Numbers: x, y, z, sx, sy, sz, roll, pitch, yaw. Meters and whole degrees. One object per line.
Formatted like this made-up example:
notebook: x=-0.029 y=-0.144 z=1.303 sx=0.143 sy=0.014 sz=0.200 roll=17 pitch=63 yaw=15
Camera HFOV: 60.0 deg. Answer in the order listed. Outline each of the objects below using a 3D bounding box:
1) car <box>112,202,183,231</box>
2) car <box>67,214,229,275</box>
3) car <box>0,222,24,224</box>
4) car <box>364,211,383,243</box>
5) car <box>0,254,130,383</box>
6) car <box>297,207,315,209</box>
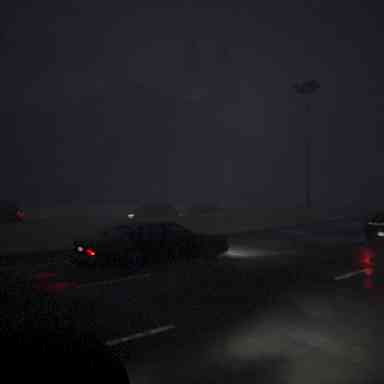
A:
car: x=-3.119 y=1.633 z=23.708 sx=4.553 sy=1.767 sz=2.097 roll=0 pitch=-1 yaw=-39
car: x=-1.223 y=1.679 z=11.007 sx=5.357 sy=1.411 sz=2.033 roll=0 pitch=-1 yaw=-39
car: x=-13.340 y=1.528 z=20.307 sx=5.566 sy=2.045 sz=2.150 roll=0 pitch=-1 yaw=-36
car: x=9.993 y=1.609 z=15.943 sx=4.902 sy=1.511 sz=2.128 roll=0 pitch=-1 yaw=-41
car: x=-2.701 y=1.531 z=1.753 sx=4.902 sy=1.511 sz=2.128 roll=0 pitch=-1 yaw=-36
car: x=16.678 y=1.900 z=47.537 sx=1.882 sy=1.535 sz=5.008 roll=-1 pitch=-1 yaw=42
